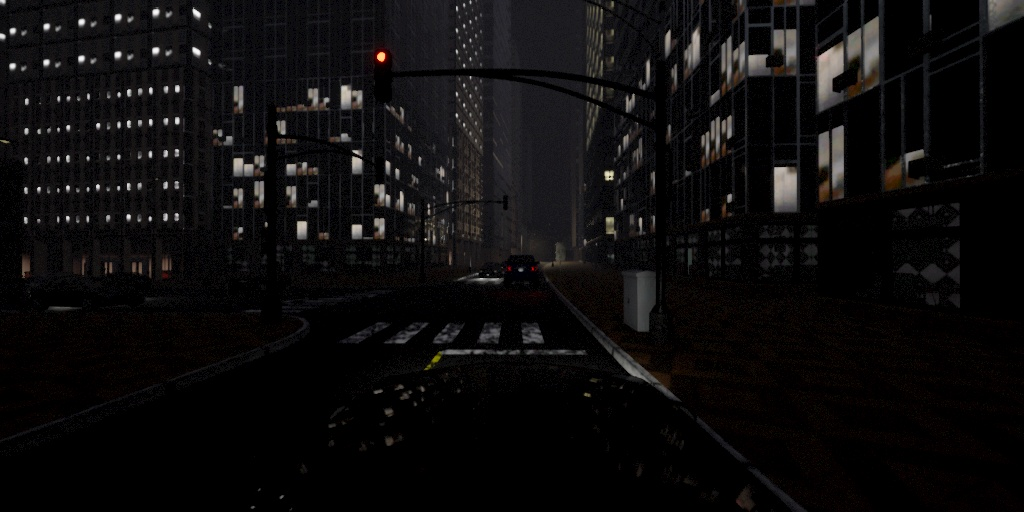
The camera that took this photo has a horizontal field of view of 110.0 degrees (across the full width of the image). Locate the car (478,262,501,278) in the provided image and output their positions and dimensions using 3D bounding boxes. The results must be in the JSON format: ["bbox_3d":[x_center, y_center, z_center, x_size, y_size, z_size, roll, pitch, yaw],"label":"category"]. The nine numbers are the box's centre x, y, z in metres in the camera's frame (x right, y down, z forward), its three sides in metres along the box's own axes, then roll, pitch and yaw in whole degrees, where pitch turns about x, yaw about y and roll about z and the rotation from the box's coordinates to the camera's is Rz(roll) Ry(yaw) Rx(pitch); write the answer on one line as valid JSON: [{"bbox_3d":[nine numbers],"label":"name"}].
[{"bbox_3d":[-1.945,1.270,34.255,2.033,1.411,5.357,0,0,4],"label":"car"}]

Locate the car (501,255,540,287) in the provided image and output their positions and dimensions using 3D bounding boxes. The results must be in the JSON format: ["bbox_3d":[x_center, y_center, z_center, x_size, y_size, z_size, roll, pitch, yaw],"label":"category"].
[{"bbox_3d":[0.687,0.952,24.472,2.150,2.045,5.566,0,0,3],"label":"car"}]

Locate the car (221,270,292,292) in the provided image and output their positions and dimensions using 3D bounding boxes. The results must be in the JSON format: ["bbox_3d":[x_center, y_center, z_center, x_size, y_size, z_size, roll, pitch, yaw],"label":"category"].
[{"bbox_3d":[-16.819,1.603,23.605,4.403,1.370,2.007,0,0,9],"label":"car"}]

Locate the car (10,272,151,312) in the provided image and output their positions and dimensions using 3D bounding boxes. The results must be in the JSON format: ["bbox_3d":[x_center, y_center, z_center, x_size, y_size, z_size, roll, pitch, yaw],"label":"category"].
[{"bbox_3d":[-18.130,1.562,15.327,4.403,1.370,2.007,0,0,9],"label":"car"}]

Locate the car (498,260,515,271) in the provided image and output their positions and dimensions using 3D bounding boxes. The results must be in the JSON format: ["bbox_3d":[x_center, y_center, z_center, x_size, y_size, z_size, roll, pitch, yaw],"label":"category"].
[{"bbox_3d":[-0.684,1.299,49.443,1.895,1.301,4.718,0,0,6],"label":"car"}]

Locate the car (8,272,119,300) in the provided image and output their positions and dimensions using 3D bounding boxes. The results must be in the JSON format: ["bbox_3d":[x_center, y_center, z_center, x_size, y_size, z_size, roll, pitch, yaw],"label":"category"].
[{"bbox_3d":[-23.866,1.659,18.861,4.674,1.442,1.812,-1,0,9],"label":"car"}]
